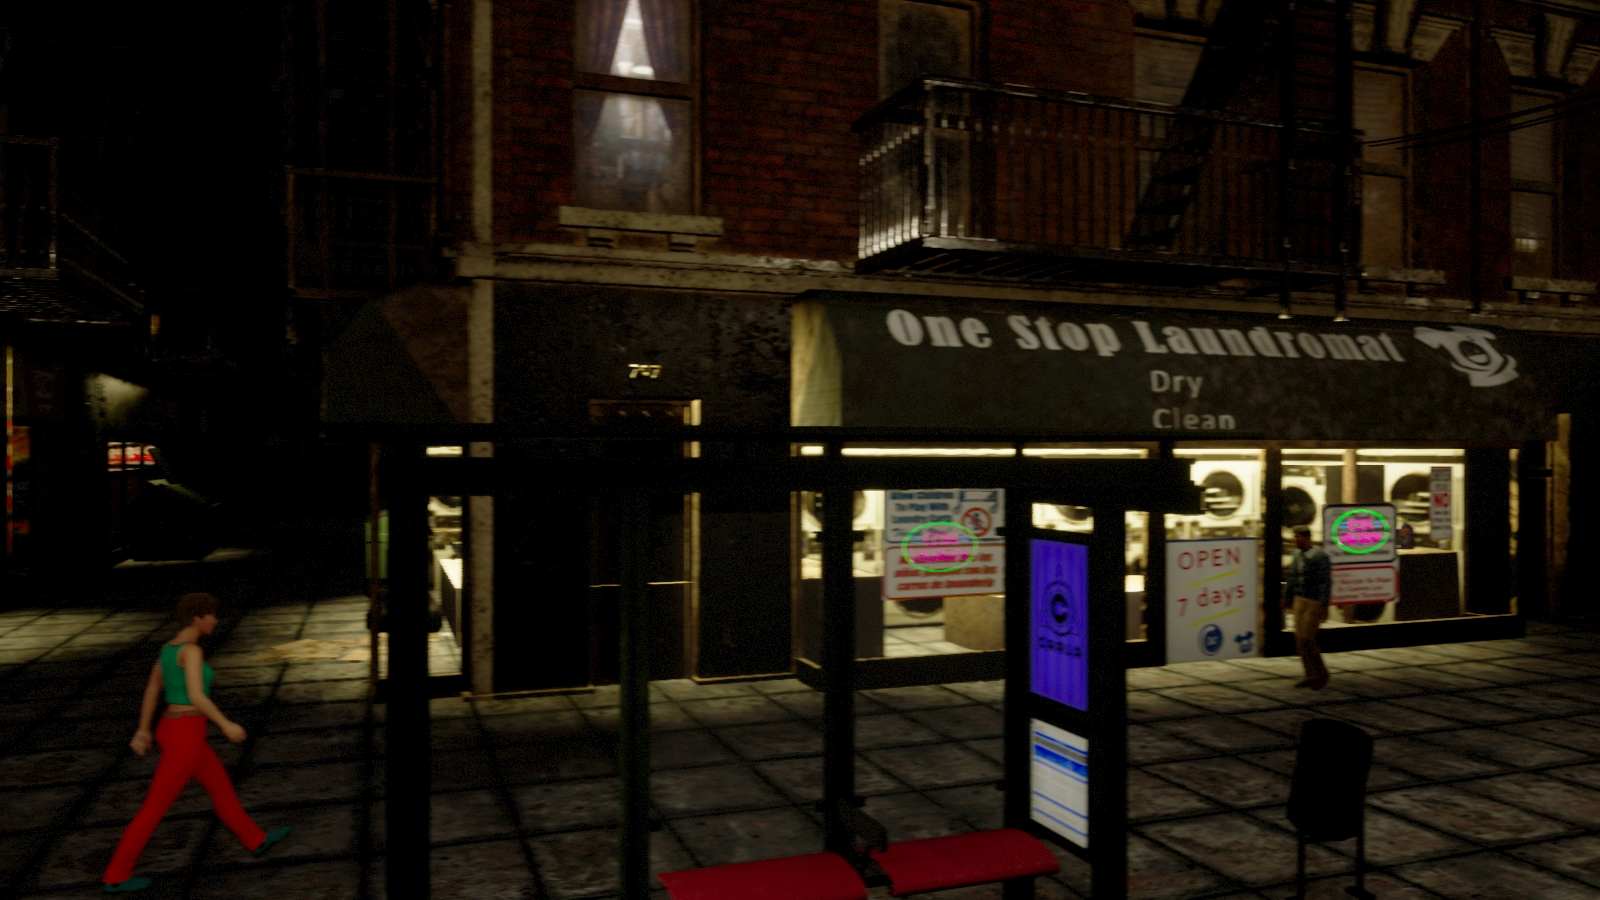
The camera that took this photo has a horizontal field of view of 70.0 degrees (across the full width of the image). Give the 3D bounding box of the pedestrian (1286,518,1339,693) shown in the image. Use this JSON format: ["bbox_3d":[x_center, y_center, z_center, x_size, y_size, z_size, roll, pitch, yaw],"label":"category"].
[{"bbox_3d":[5.640,1.696,12.574,0.375,1.860,0.375,0,0,-20],"label":"pedestrian"}]

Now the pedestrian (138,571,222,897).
[{"bbox_3d":[-3.789,1.696,6.984,0.375,1.860,0.375,0,0,-41],"label":"pedestrian"}]
